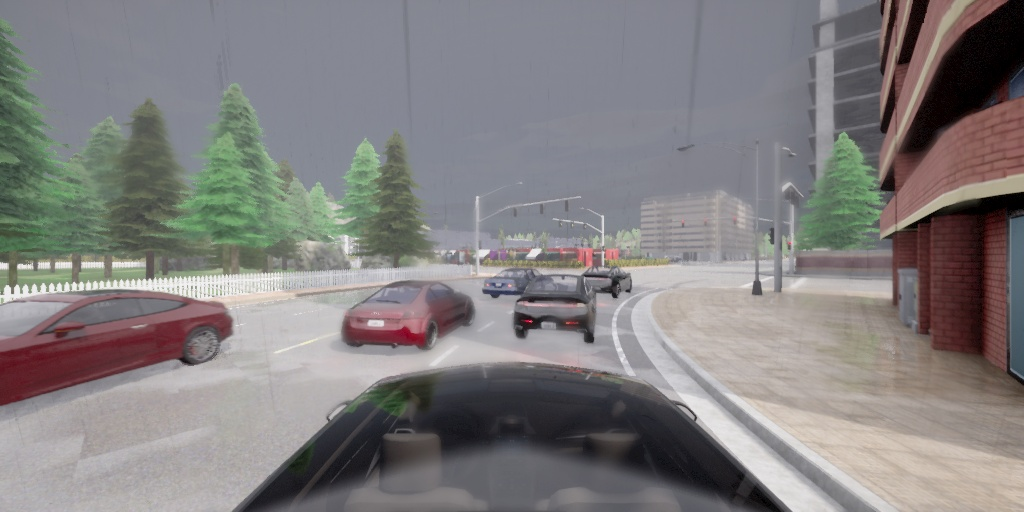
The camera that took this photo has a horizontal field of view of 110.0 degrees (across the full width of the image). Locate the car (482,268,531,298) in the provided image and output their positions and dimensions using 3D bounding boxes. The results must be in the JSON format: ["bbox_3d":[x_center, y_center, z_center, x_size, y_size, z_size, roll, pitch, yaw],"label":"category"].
[{"bbox_3d":[0.483,1.296,17.855,2.033,1.411,5.357,0,0,25],"label":"car"}]

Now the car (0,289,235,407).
[{"bbox_3d":[-6.719,1.275,5.431,1.812,1.442,4.674,0,0,7],"label":"car"}]

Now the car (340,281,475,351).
[{"bbox_3d":[-2.356,1.313,9.140,1.994,1.385,4.181,0,0,10],"label":"car"}]

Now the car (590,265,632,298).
[{"bbox_3d":[4.856,1.234,18.364,2.128,1.511,4.902,1,1,29],"label":"car"}]

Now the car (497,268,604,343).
[{"bbox_3d":[1.355,1.241,9.807,2.128,1.511,4.902,0,0,14],"label":"car"}]
